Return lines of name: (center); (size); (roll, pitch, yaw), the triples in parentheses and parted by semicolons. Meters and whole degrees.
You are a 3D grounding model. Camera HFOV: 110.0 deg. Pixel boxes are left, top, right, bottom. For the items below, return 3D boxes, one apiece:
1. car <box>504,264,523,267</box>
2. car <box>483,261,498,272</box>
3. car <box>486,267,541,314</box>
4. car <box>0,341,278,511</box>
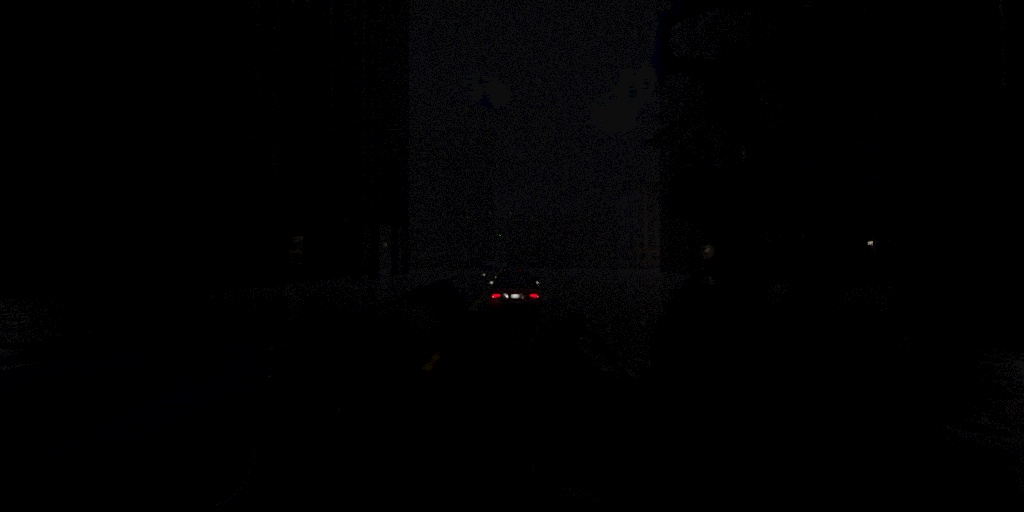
car: (0.103, 1.432, 33.887); (1.994, 1.385, 4.181); (0, 0, 0)
car: (-2.998, 1.443, 50.568); (1.882, 1.535, 5.008); (0, -1, 0)
car: (0.101, 1.329, 13.918); (2.033, 1.411, 5.357); (0, 0, 0)
car: (-3.100, 1.276, 1.537); (1.812, 1.442, 4.674); (0, 0, 0)
